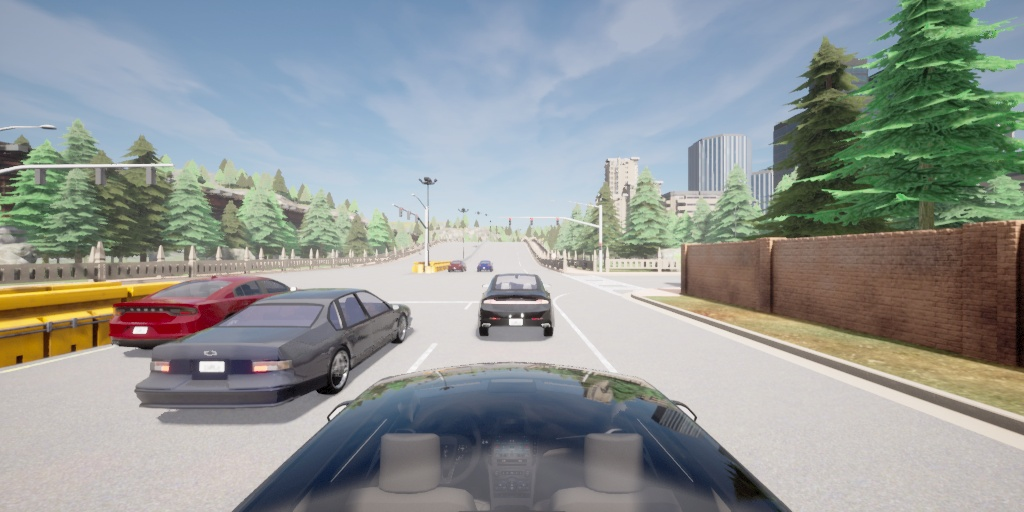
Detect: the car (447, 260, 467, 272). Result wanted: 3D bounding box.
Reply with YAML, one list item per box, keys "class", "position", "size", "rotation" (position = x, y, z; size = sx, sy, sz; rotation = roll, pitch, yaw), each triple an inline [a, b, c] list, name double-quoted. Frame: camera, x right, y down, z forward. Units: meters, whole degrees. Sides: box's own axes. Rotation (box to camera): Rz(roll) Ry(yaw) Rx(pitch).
- class: "car"
  position: [-6.879, 1.273, 45.311]
  size: [1.812, 1.442, 4.674]
  rotation: [0, 0, 0]

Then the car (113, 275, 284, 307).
- class: "car"
  position: [-6.897, 1.227, 9.129]
  size: [1.882, 1.535, 5.008]
  rotation: [0, 0, 0]

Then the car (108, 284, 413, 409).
- class: "car"
  position: [-3.397, 1.297, 6.565]
  size: [2.033, 1.411, 5.357]
  rotation: [0, 0, 0]

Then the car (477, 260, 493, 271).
- class: "car"
  position: [-3.384, 1.273, 45.708]
  size: [1.812, 1.442, 4.674]
  rotation: [0, 0, 0]

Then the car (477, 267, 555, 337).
- class: "car"
  position: [0.132, 1.241, 10.310]
  size: [2.128, 1.511, 4.902]
  rotation: [0, 0, 1]
